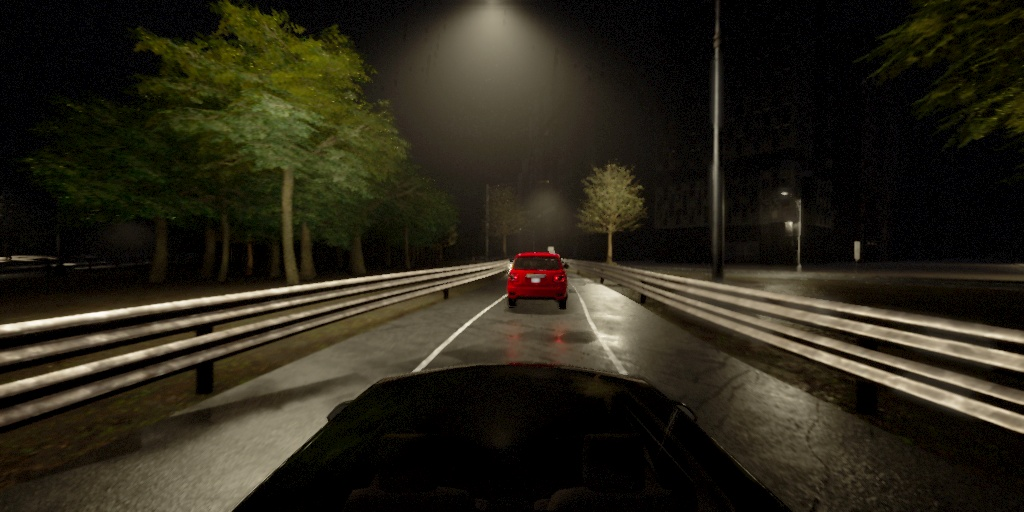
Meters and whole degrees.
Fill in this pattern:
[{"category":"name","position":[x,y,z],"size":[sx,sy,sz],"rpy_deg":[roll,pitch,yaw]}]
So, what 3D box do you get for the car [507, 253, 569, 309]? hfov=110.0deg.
[{"category":"car","position":[1.140,0.907,14.811],"size":[2.150,2.045,5.566],"rpy_deg":[0,0,7]}]
